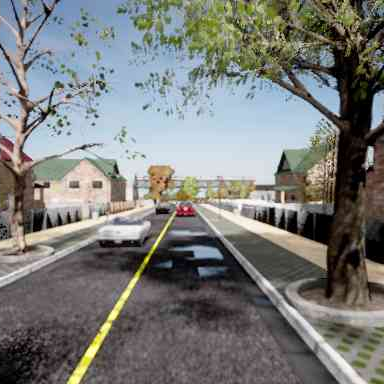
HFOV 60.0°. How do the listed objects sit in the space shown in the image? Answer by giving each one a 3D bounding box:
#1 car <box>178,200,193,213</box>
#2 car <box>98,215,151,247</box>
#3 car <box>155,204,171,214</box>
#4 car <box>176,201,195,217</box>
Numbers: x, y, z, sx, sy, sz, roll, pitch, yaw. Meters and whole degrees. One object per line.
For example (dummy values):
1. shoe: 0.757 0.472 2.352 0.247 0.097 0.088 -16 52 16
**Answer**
1. car: -0.947 2.016 47.916 2.097 1.767 4.553 0 -1 -1
2. car: -3.156 1.815 16.252 1.895 1.301 4.718 0 -1 -1
3. car: -3.757 2.200 43.399 1.895 1.301 4.718 0 -1 -1
4. car: -0.704 1.866 37.788 2.097 1.767 4.553 0 -1 -1
